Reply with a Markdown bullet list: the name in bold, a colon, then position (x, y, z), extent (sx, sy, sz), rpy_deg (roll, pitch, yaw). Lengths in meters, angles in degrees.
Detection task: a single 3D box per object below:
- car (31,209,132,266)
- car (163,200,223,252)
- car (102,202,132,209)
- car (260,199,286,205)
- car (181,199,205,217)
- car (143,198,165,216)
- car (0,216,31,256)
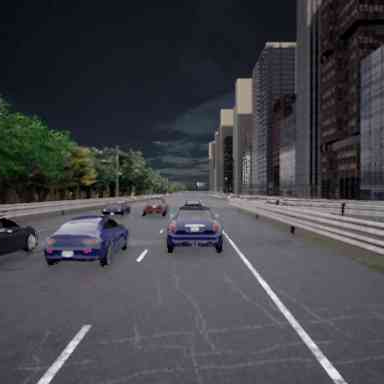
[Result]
- **car**: position (-3.399, 1.523, 11.395), extent (1.812, 1.442, 4.674), rpy_deg (0, 0, 0)
- **car**: position (0.103, 1.349, 14.079), extent (2.097, 1.767, 4.553), rpy_deg (0, 0, 0)
- **car**: position (-6.896, 1.602, 30.991), extent (1.895, 1.301, 4.718), rpy_deg (0, 0, 0)
- **car**: position (11.692, 1.672, 48.540), extent (1.895, 1.301, 4.718), rpy_deg (0, 0, -15)
- **car**: position (0.104, 1.493, 32.309), extent (2.128, 1.511, 4.902), rpy_deg (0, 0, 0)
- **car**: position (-3.395, 1.354, 32.092), extent (2.097, 1.767, 4.553), rpy_deg (0, 0, 0)
- **car**: position (-6.905, 1.502, 10.983), extent (1.837, 1.490, 4.892), rpy_deg (0, 0, 0)
